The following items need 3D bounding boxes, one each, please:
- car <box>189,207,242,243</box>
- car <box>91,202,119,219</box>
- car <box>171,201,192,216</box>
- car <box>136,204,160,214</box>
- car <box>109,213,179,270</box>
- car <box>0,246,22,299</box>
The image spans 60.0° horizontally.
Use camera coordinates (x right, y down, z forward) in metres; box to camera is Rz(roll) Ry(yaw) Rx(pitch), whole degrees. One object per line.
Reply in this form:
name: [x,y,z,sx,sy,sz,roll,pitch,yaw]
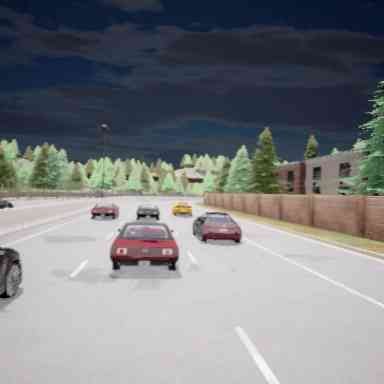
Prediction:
car: [1.202,1.735,17.313,1.994,1.385,4.181,2,0,-7]
car: [-7.221,1.534,28.116,1.895,1.301,4.718,2,0,-7]
car: [-1.136,1.694,35.761,1.882,1.535,5.008,2,0,-7]
car: [-3.752,1.668,28.557,1.895,1.301,4.718,2,0,-7]
car: [-1.534,1.624,11.081,1.895,1.301,4.718,2,0,-7]
car: [-4.308,1.368,5.175,2.128,1.511,4.902,2,0,-7]
